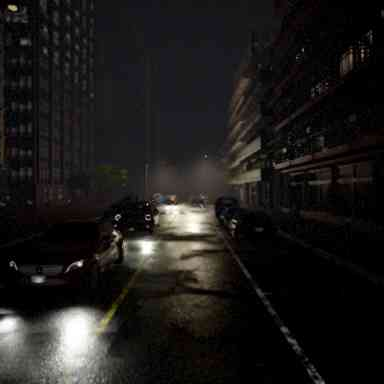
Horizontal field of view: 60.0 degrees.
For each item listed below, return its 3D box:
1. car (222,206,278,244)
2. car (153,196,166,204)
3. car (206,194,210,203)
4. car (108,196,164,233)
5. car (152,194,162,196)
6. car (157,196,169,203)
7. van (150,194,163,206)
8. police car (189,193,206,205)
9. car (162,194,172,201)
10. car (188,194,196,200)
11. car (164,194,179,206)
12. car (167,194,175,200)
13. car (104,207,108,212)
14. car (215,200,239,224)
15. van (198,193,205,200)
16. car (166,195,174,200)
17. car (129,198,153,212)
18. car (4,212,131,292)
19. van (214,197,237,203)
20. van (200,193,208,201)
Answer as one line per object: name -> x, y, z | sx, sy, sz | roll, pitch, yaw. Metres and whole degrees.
car -> 2.685, 1.523, 15.321 | 1.947, 1.339, 4.313 | 0, 0, 0
car -> -5.707, 1.411, 59.502 | 1.887, 1.381, 4.507 | 0, 0, 0
car -> 2.672, 1.409, 65.026 | 2.008, 1.369, 4.403 | 0, 0, 0
car -> -3.048, 1.299, 19.088 | 2.097, 1.767, 4.553 | 0, 0, 0
car -> -5.704, 1.437, 48.456 | 2.008, 1.369, 4.403 | 0, 0, 0
car -> -5.709, 1.424, 65.024 | 1.947, 1.339, 4.313 | 0, 0, 0
van -> -5.706, 1.217, 53.978 | 1.690, 1.788, 3.998 | 0, 0, 0
police car -> 0.887, 1.299, 55.465 | 1.930, 1.638, 5.238 | 0, 0, 0
car -> -5.712, 1.284, 76.071 | 1.967, 1.590, 4.097 | 0, 0, 0
car -> -0.021, 1.291, 88.093 | 1.895, 1.301, 4.718 | 0, 0, 0
car -> -3.090, 1.371, 51.440 | 2.128, 1.511, 4.902 | 0, 0, 0
car -> -5.715, 1.379, 92.639 | 2.008, 1.369, 4.403 | 0, 0, 0
car -> -5.699, 1.496, 26.365 | 1.947, 1.339, 4.313 | 0, 0, 0
car -> 2.683, 1.468, 21.013 | 1.752, 1.417, 4.829 | 0, 0, 0
van -> 2.665, 1.170, 92.639 | 1.690, 1.788, 3.998 | 0, 0, 0
car -> -5.714, 1.384, 87.115 | 2.008, 1.369, 4.403 | 0, 0, 0
car -> -5.702, 1.458, 37.411 | 2.008, 1.369, 4.403 | 0, 0, 0
car -> -3.089, 1.499, 9.027 | 1.812, 1.442, 4.674 | 0, 0, 0
van -> 2.681, 1.271, 26.366 | 1.690, 1.788, 3.998 | 0, 0, 0
van -> 2.669, 1.185, 76.072 | 1.690, 1.788, 3.998 | 0, 0, 0
